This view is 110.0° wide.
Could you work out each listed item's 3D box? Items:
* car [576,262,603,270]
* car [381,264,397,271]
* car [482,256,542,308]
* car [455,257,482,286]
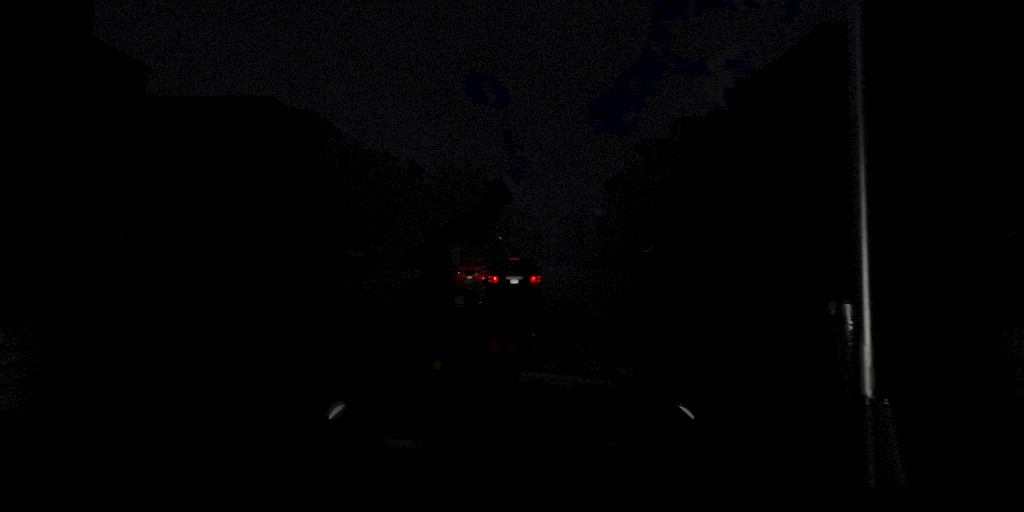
[{"bbox_3d":[12.383,1.597,57.133,4.313,1.339,1.948,0,0,0],"label":"car"},{"bbox_3d":[-20.601,1.865,57.122,4.403,1.370,2.007,0,0,0],"label":"car"},{"bbox_3d":[0.091,1.043,15.732,2.150,2.045,5.566,0,0,0],"label":"car"},{"bbox_3d":[-2.850,1.108,27.028,2.150,2.045,5.566,0,0,0],"label":"car"}]
